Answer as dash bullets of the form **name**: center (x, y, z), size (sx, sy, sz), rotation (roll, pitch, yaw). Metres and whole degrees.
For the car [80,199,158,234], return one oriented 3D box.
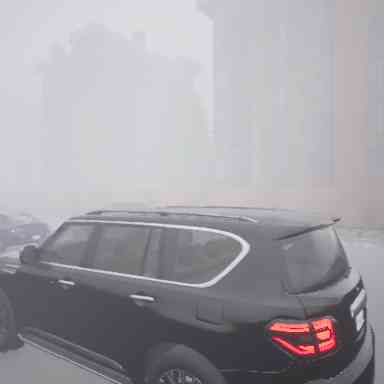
- **car**: center (-4.456, 1.352, 20.068), size (4.553, 1.767, 2.097), rotation (0, 0, 36)

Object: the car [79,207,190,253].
- **car**: center (-2.590, 1.505, 14.438), size (4.892, 1.490, 1.837), rotation (0, 0, 36)

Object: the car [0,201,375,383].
- **car**: center (-0.703, 1.220, 4.493), size (5.566, 2.045, 2.150), rotation (0, 0, 35)

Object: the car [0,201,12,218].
- **car**: center (-18.207, 1.563, 29.876), size (4.181, 1.385, 1.994), rotation (0, 0, 36)
